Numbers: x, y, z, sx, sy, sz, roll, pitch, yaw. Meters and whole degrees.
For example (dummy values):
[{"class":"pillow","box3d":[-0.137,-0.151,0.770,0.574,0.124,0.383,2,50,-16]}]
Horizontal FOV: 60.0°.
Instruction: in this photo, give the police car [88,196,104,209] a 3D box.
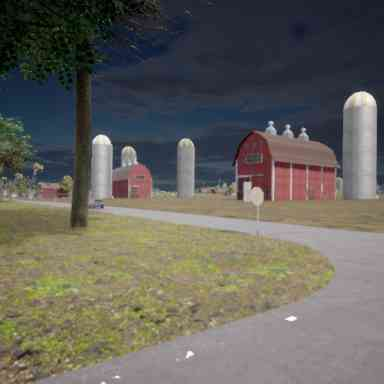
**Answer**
[{"class":"police car","box3d":[-12.645,1.308,41.893,2.038,1.542,4.974,1,-1,-35]}]
